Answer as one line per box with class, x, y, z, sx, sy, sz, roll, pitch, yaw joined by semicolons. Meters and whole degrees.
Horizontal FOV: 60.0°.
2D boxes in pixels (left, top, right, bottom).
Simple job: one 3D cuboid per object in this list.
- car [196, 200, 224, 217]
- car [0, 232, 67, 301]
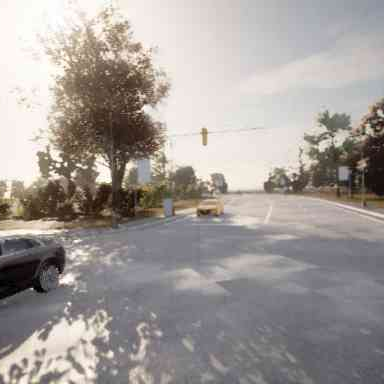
car;1.720;1.452;30.974;1.882;1.535;5.008;-2;0;15
car;-4.609;1.664;6.764;2.128;1.511;4.902;-2;0;15
